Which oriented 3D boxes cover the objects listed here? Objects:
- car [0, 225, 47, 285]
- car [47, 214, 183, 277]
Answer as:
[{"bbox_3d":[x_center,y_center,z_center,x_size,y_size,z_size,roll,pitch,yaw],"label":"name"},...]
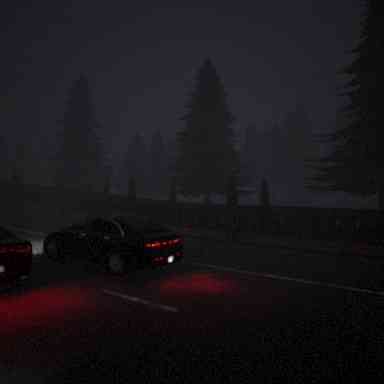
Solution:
[{"bbox_3d":[-5.914,1.340,8.152,5.008,1.535,1.882,2,1,36],"label":"car"},{"bbox_3d":[-2.520,1.413,10.030,4.892,1.490,1.837,2,1,36],"label":"car"}]
